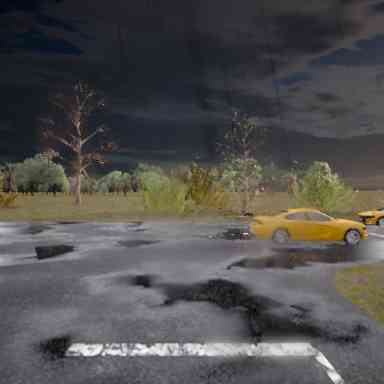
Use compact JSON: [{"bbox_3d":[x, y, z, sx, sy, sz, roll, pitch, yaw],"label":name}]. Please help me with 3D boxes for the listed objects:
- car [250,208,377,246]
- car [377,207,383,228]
[{"bbox_3d":[5.135,1.502,14.872,5.008,1.535,1.882,0,0,-2],"label":"car"},{"bbox_3d":[13.724,1.554,22.146,5.008,1.535,1.882,0,0,-2],"label":"car"}]
